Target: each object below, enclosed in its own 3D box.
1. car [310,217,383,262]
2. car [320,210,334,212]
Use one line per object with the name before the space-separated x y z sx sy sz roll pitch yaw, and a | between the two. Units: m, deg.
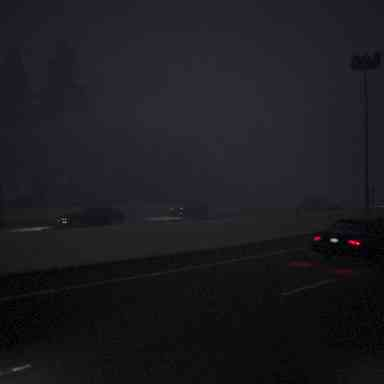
car | 6.508 1.642 12.528 5.357 1.411 2.033 0 -1 -42
car | 14.426 1.824 34.911 2.033 1.411 5.357 -1 -1 45
